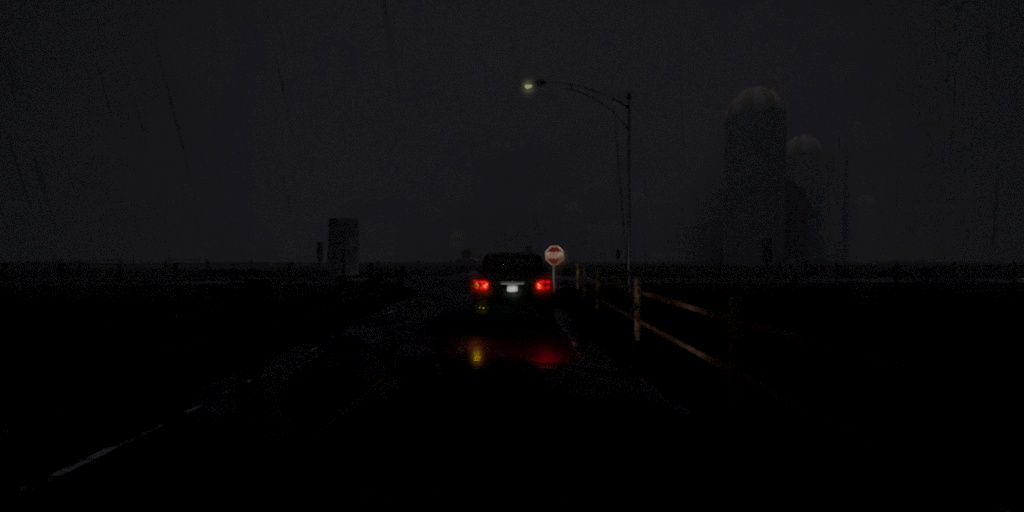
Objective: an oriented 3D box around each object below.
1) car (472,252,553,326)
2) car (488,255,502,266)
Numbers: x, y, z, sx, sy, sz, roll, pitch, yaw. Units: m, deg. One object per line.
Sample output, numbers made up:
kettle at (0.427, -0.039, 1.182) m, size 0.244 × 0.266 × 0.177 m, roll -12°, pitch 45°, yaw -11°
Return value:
car at (0.035, 0.888, 11.492) m, size 2.150 × 2.045 × 5.566 m, roll 0°, pitch 0°, yaw 0°
car at (-2.792, 0.715, 59.847) m, size 2.097 × 1.767 × 4.553 m, roll 0°, pitch 0°, yaw 0°
